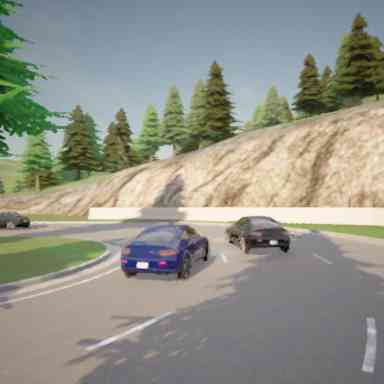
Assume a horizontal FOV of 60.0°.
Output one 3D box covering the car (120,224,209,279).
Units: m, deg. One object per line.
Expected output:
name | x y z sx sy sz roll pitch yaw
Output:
car | -0.693 1.745 10.749 1.812 1.442 4.674 0 -1 14

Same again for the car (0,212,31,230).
car | -15.366 2.323 27.064 4.181 1.385 1.994 -1 -1 10

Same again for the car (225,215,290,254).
car | 2.793 1.763 14.740 1.812 1.442 4.674 0 -1 -6
